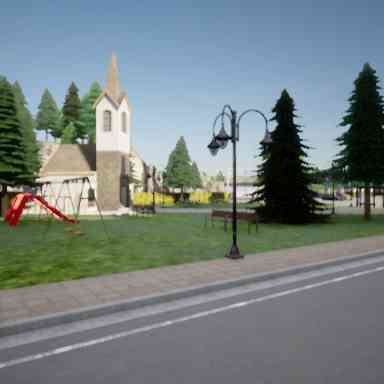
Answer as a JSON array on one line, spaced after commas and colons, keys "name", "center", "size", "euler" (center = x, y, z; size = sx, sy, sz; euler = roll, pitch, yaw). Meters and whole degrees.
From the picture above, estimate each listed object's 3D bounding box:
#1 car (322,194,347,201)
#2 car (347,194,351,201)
[{"name": "car", "center": [30.586, 1.201, 72.599], "size": [2.007, 1.523, 4.514], "euler": [0, 0, -34]}, {"name": "car", "center": [33.158, 1.185, 74.395], "size": [2.152, 1.636, 5.027], "euler": [0, 0, -34]}]
